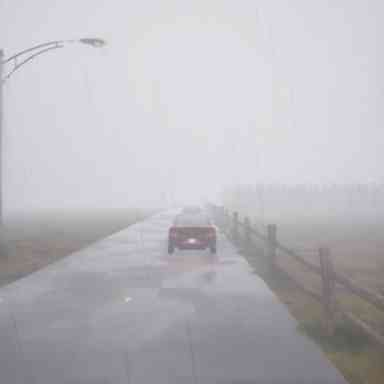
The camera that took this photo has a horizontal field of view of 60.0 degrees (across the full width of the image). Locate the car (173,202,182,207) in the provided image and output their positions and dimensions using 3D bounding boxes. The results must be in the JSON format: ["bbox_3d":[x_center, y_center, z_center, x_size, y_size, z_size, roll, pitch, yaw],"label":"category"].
[{"bbox_3d":[-2.720,2.642,67.433,1.994,1.385,4.181,0,-1,0],"label":"car"}]

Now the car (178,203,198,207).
[{"bbox_3d":[0.020,1.925,29.328,1.994,1.385,4.181,0,-1,0],"label":"car"}]

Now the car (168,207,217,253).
[{"bbox_3d":[0.013,1.636,14.494,1.882,1.535,5.008,0,0,0],"label":"car"}]
